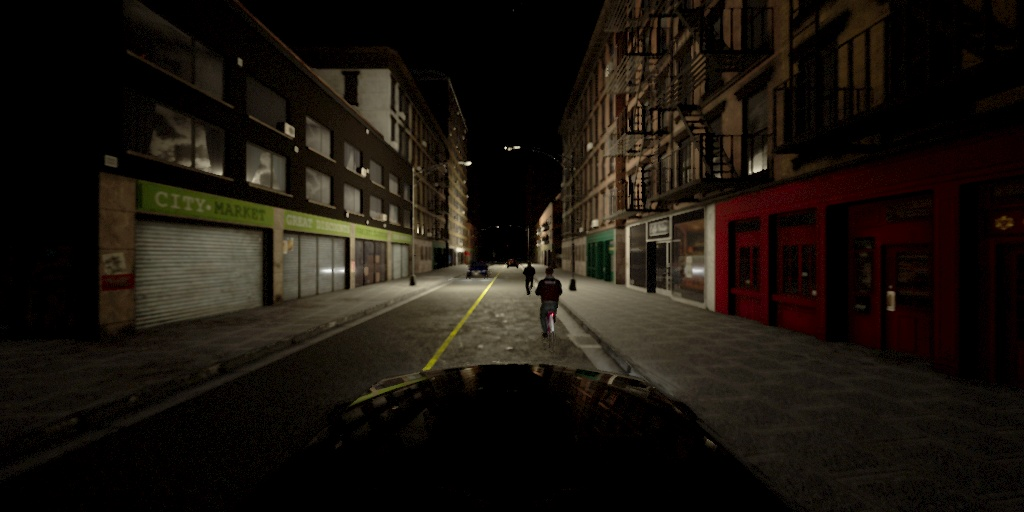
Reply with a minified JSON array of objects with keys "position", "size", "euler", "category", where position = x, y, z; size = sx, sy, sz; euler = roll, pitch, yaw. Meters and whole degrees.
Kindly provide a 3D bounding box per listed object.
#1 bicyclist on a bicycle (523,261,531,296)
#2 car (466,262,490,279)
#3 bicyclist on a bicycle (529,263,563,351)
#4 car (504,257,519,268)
[{"position":[0.824,1.121,17.120],"size":[0.659,1.776,1.843],"euler":[0,0,0],"category":"bicyclist on a bicycle"},{"position":[-3.099,1.276,33.354],"size":[1.812,1.442,4.674],"euler":[0,0,0],"category":"car"},{"position":[0.825,1.121,8.119],"size":[0.659,1.776,1.843],"euler":[0,0,0],"category":"bicyclist on a bicycle"},{"position":[0.100,1.283,58.943],"size":[2.033,1.411,5.357],"euler":[0,0,-1],"category":"car"}]
